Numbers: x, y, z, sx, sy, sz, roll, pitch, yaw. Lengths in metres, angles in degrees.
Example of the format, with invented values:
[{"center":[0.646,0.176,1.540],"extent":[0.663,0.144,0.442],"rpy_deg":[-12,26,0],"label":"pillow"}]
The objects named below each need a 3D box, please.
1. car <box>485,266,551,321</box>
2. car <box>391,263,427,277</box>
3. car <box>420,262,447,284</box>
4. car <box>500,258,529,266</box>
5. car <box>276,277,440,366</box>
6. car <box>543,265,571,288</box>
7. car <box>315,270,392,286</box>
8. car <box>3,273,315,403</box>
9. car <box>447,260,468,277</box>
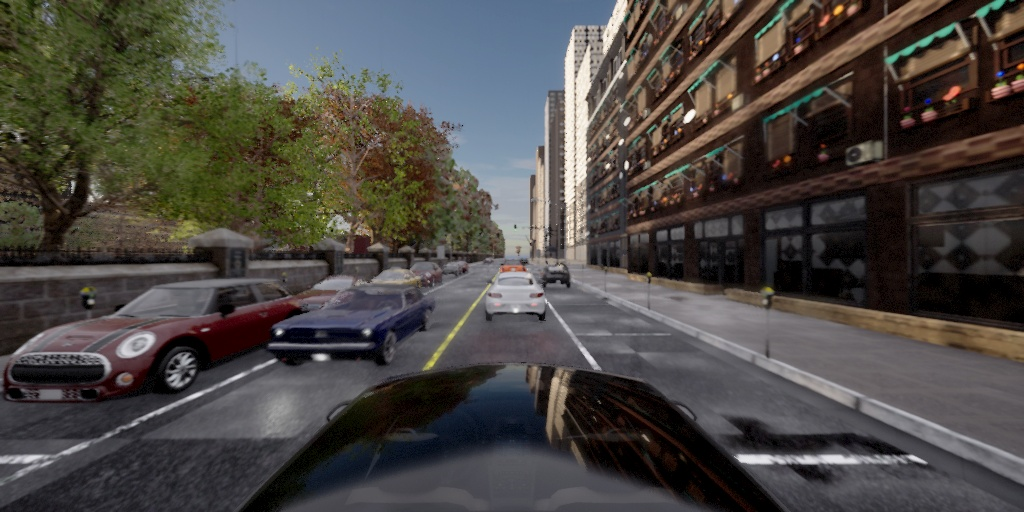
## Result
[{"center":[0.109,1.244,12.223],"extent":[1.812,1.442,4.674],"rpy_deg":[0,0,0],"label":"car"},{"center":[-5.687,1.229,17.324],"extent":[1.751,1.417,4.829],"rpy_deg":[0,0,0],"label":"car"},{"center":[-5.686,1.128,23.033],"extent":[1.967,1.591,4.097],"rpy_deg":[0,0,0],"label":"car"},{"center":[0.107,1.020,29.760],"extent":[2.097,1.767,4.553],"rpy_deg":[0,0,0],"label":"car"},{"center":[-3.100,1.332,8.031],"extent":[1.895,1.301,4.718],"rpy_deg":[0,0,0],"label":"car"},{"center":[2.694,1.238,23.033],"extent":[2.007,1.370,4.403],"rpy_deg":[0,0,0],"label":"car"},{"center":[-5.688,1.302,11.956],"extent":[1.802,1.307,4.207],"rpy_deg":[0,0,0],"label":"car"},{"center":[-5.690,1.176,6.417],"extent":[1.967,1.591,4.097],"rpy_deg":[0,0,0],"label":"car"},{"center":[-5.761,1.208,34.109],"extent":[2.007,1.370,4.403],"rpy_deg":[0,0,0],"label":"car"}]
